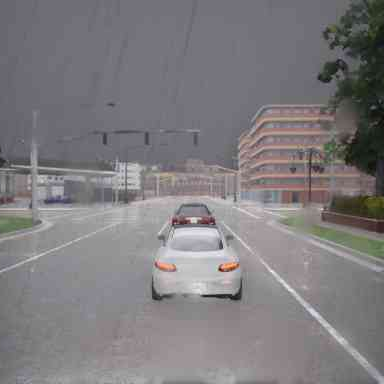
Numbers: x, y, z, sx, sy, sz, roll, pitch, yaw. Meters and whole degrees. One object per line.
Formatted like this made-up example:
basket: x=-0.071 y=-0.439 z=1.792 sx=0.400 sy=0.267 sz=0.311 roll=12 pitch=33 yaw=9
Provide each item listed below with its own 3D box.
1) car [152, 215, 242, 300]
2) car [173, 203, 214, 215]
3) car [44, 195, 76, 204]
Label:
car: x=0.095 y=1.526 z=8.232 sx=1.812 sy=1.442 sz=4.674 roll=0 pitch=0 yaw=0
car: x=0.081 y=1.352 z=17.225 sx=2.097 sy=1.767 sz=4.553 roll=0 pitch=0 yaw=0
car: x=-23.380 y=1.295 z=57.957 sx=4.611 sy=1.667 sz=2.242 roll=0 pitch=0 yaw=1
